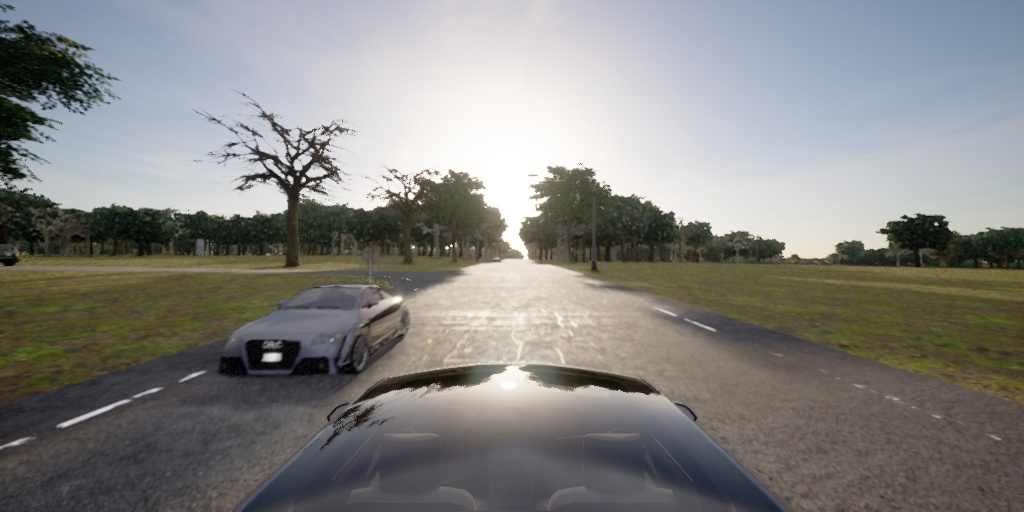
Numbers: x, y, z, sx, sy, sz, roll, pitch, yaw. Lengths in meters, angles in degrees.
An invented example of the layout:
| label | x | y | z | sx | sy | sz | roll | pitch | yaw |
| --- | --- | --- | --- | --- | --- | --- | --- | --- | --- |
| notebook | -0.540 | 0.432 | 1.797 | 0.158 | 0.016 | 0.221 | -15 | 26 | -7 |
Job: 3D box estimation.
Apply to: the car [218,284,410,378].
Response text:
| label | x | y | z | sx | sy | sz | roll | pitch | yaw |
| --- | --- | --- | --- | --- | --- | --- | --- | --- | --- |
| car | -3.507 | 1.274 | 7.238 | 1.994 | 1.385 | 4.181 | 0 | 0 | 0 |

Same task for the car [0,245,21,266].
| label | x | y | z | sx | sy | sz | roll | pitch | yaw |
| --- | --- | --- | --- | --- | --- | --- | --- | --- | --- |
| car | -49.062 | -0.057 | 33.042 | 5.566 | 2.045 | 2.150 | 0 | -1 | 0 |
